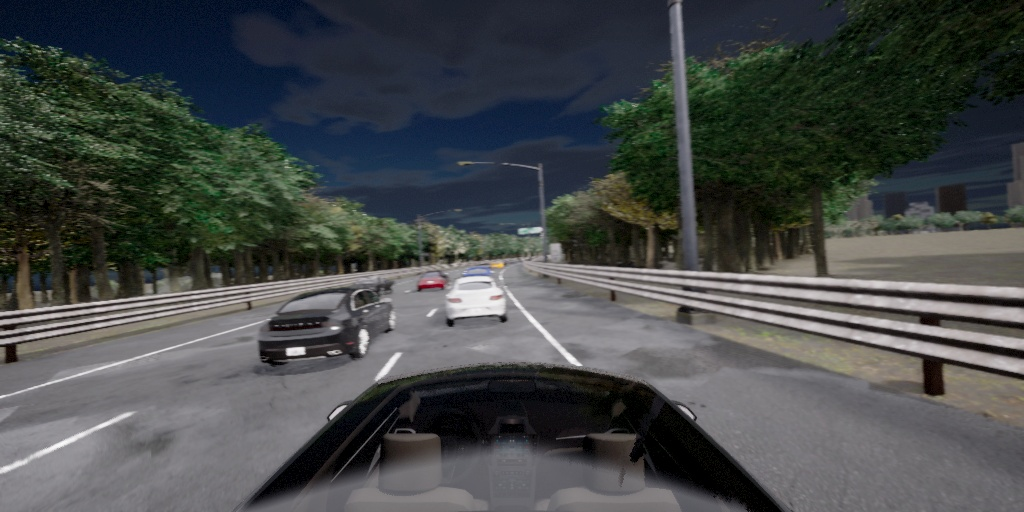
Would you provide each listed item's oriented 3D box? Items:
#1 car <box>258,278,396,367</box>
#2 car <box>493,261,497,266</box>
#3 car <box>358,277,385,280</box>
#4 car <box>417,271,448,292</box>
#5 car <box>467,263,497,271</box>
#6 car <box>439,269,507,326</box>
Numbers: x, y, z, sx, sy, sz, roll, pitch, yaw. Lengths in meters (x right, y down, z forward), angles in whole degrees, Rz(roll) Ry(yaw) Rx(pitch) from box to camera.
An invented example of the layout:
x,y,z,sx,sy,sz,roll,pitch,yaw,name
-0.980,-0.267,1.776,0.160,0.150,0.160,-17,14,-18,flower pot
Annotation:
x,y,z,sx,sy,sz,roll,pitch,yaw,name
-4.299,1.557,9.086,1.837,1.490,4.892,-4,0,-6,car
-2.988,1.616,39.538,1.837,1.490,4.892,-4,0,-2,car
-9.075,2.017,23.533,1.895,1.301,4.718,-4,0,-4,car
-5.779,1.791,26.792,1.994,1.385,4.181,-4,0,-4,car
-2.210,1.472,23.882,1.882,1.535,5.008,-4,0,-4,car
-1.246,1.407,12.438,1.812,1.442,4.674,-4,0,-6,car
